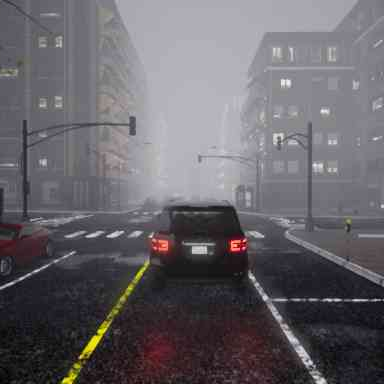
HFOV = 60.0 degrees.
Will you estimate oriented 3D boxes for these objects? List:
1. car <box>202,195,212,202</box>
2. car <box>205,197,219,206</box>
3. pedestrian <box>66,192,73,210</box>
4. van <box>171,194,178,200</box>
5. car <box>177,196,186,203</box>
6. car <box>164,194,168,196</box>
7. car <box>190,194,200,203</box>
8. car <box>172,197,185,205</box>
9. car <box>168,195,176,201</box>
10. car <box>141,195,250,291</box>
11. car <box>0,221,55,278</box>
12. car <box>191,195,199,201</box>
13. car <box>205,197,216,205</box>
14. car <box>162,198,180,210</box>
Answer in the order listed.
[{"bbox_3d":[3.426,1.438,76.184,1.967,1.590,4.097,0,0,1],"label":"car"},{"bbox_3d":[3.204,1.548,53.630,2.008,1.369,4.403,0,0,1],"label":"car"},{"bbox_3d":[-12.395,0.901,33.504,0.375,1.860,0.375,0,-1,0],"label":"pedestrian"},{"bbox_3d":[-4.786,1.338,93.188,1.690,1.788,3.998,0,0,1],"label":"van"},{"bbox_3d":[-2.302,1.521,71.915,1.812,1.442,4.674,0,0,1],"label":"car"},{"bbox_3d":[-5.010,1.313,70.633,2.192,1.841,5.009,0,0,1],"label":"car"},{"bbox_3d":[0.724,1.352,72.938,2.097,1.767,4.553,0,0,1],"label":"car"},{"bbox_3d":[-2.466,1.561,61.610,1.994,1.385,4.181,0,0,1],"label":"car"},{"bbox_3d":[-4.899,1.523,81.741,1.752,1.417,4.829,0,0,1],"label":"car"},{"bbox_3d":[0.171,1.220,9.114,2.150,2.045,5.566,0,0,1],"label":"car"},{"bbox_3d":[-5.607,1.581,10.033,1.802,1.307,4.206,0,0,1],"label":"car"},{"bbox_3d":[0.806,1.475,82.715,1.882,1.535,5.008,0,0,1],"label":"car"},{"bbox_3d":[3.260,1.542,59.268,1.887,1.381,4.507,0,0,1],"label":"car"},{"bbox_3d":[-2.671,1.561,43.069,1.994,1.385,4.181,0,0,2],"label":"car"}]
